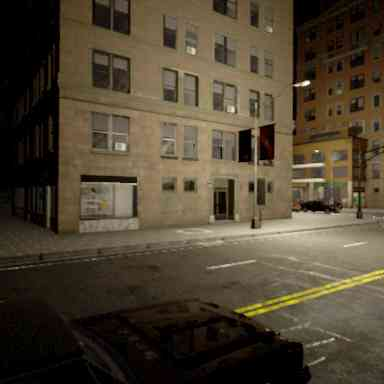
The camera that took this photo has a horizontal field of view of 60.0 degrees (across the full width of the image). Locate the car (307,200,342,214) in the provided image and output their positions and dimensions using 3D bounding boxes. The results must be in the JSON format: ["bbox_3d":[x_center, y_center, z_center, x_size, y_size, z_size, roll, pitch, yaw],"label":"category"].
[{"bbox_3d":[14.234,1.653,37.223,1.812,1.442,4.674,1,0,-35],"label":"car"}]

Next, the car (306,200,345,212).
[{"bbox_3d":[17.072,1.736,42.737,1.947,1.339,4.313,1,0,-35],"label":"car"}]

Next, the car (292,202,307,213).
[{"bbox_3d":[10.498,1.546,38.137,1.967,1.590,4.097,1,0,-35],"label":"car"}]

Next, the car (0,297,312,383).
[{"bbox_3d":[-1.194,1.602,2.586,4.718,1.301,1.895,0,0,-35],"label":"car"}]
